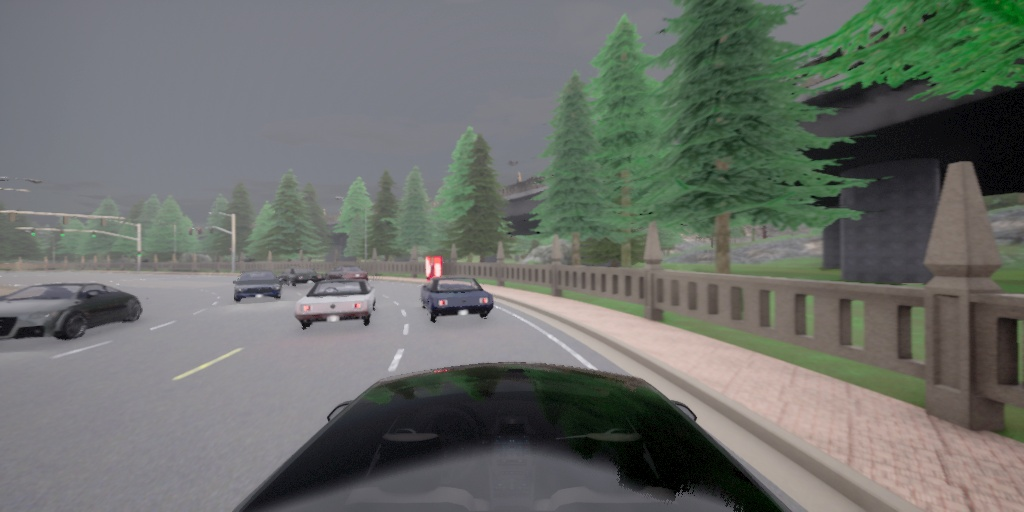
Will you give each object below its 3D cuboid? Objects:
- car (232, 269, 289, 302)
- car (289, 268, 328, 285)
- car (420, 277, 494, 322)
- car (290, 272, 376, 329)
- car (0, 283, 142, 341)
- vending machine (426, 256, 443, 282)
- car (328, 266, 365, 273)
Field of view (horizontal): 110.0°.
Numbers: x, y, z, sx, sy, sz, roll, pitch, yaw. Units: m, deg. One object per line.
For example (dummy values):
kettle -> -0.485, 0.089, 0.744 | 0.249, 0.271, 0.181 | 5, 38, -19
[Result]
car -> -12.973, 1.438, 18.324 | 2.033, 1.411, 5.357 | -1, 0, -36
car -> -15.700, 1.520, 26.261 | 4.718, 1.301, 1.895 | -1, 0, 40
car -> -2.126, 1.372, 12.575 | 1.895, 1.301, 4.718 | -1, 0, -19
car -> -5.538, 1.410, 11.796 | 1.895, 1.301, 4.718 | -1, 0, -19
car -> -12.468, 1.451, 9.893 | 1.994, 1.385, 4.181 | -1, 0, -23
vending machine -> -5.879, 1.004, 27.164 | 1.100, 2.100, 0.880 | 0, 0, -41
car -> -13.196, 1.454, 28.484 | 4.181, 1.385, 1.994 | -1, 0, 41
